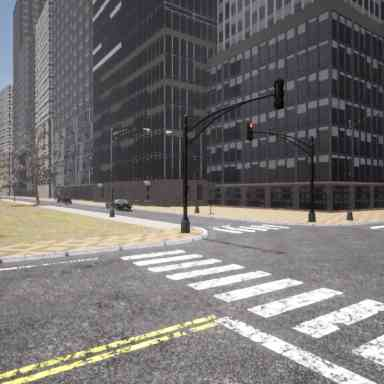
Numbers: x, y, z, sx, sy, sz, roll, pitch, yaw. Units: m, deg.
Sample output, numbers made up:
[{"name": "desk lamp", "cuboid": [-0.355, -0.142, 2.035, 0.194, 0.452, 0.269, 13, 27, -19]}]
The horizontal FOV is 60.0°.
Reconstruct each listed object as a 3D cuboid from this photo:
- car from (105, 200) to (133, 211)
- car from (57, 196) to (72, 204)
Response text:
[{"name": "car", "cuboid": [-9.248, 1.602, 41.603, 1.895, 1.301, 4.718, 0, 0, -35]}, {"name": "car", "cuboid": [-24.272, 1.509, 63.034, 1.837, 1.490, 4.892, 0, -1, -35]}]
